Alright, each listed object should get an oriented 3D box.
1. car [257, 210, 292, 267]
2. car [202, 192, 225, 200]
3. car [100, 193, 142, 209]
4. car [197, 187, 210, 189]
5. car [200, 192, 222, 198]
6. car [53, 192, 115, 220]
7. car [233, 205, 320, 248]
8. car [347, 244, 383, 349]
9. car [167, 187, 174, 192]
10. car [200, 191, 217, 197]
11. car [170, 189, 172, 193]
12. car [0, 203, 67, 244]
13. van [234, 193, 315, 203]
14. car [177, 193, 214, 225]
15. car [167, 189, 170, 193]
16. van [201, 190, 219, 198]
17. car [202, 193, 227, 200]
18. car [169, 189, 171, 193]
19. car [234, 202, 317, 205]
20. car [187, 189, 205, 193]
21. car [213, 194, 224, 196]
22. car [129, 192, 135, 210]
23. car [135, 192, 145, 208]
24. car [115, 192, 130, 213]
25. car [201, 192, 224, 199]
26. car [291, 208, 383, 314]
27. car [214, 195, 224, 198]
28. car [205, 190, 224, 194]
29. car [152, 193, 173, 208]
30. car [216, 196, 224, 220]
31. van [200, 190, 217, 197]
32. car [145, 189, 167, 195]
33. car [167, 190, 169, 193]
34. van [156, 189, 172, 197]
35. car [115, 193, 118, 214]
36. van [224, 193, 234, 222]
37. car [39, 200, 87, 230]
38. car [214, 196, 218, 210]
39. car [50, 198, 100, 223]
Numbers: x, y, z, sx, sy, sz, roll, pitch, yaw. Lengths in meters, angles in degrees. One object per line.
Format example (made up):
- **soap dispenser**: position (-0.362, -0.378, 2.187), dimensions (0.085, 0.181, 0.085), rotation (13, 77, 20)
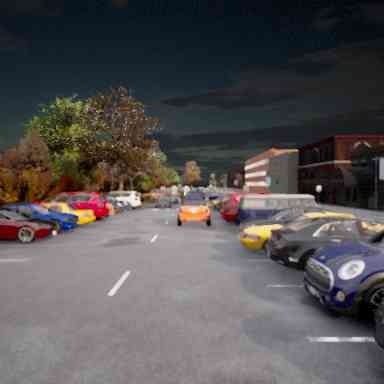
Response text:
- **car**: position (4.543, 1.420, 9.224), dimensions (4.892, 1.521, 2.231), rotation (0, 0, 0)
- **car**: position (4.431, 0.825, 68.682), dimensions (4.674, 1.452, 2.002), rotation (0, 1, 0)
- **car**: position (-8.469, 1.074, 39.856), dimensions (4.553, 1.767, 2.185), rotation (0, 0, 0)
- **car**: position (4.503, 0.430, 79.982), dimensions (5.566, 2.045, 2.435), rotation (0, 1, 0)
- **car**: position (4.459, 0.707, 77.158), dimensions (5.008, 1.535, 2.097), rotation (0, 1, 0)
- **car**: position (-8.545, 1.070, 23.021), dimensions (5.566, 2.045, 2.435), rotation (0, 0, 0)
- **car**: position (4.367, 1.397, 12.007), dimensions (5.366, 1.575, 1.946), rotation (0, 0, 0)
- **car**: position (4.541, 1.496, 3.657), dimensions (4.674, 1.452, 2.002), rotation (0, 0, 0)
- **car**: position (-8.053, 0.380, 85.507), dimensions (5.566, 2.045, 2.435), rotation (0, 1, 0)
- **car**: position (4.530, 0.519, 94.133), dimensions (4.674, 1.452, 2.002), rotation (0, 2, 0)
- **car**: position (-8.062, 0.686, 82.686), dimensions (4.792, 1.488, 2.163), rotation (0, 1, 0)
- **car**: position (-8.495, 1.410, 14.792), dimensions (4.792, 1.488, 2.163), rotation (0, 0, 0)
- **van**: position (4.674, 1.135, 17.572), dimensions (4.442, 1.987, 1.878), rotation (0, 0, 0)
- **car**: position (0.125, 1.196, 22.581), dimensions (2.097, 1.767, 4.553), rotation (0, 0, 0)
- **car**: position (-8.120, 0.708, 77.164), dimensions (4.892, 1.521, 2.231), rotation (0, 1, 0)
- **van**: position (4.369, 0.430, 82.808), dimensions (4.442, 1.987, 1.878), rotation (0, 1, 0)
- **car**: position (4.421, 0.851, 65.857), dimensions (4.674, 1.452, 2.002), rotation (0, 1, 0)
- **car**: position (-8.073, 0.712, 79.862), dimensions (4.792, 1.488, 2.163), rotation (0, 1, 0)
- **car**: position (4.561, 1.381, 14.790), dimensions (4.892, 1.521, 2.231), rotation (0, 0, 0)
- **car**: position (0.217, 0.944, 39.817), dimensions (2.150, 2.045, 5.566), rotation (0, 1, 2)
- **car**: position (4.545, 1.270, 34.273), dimensions (4.792, 1.488, 2.163), rotation (0, 0, 0)
- **car**: position (-8.537, 1.115, 34.161), dimensions (4.553, 1.767, 2.185), rotation (0, 0, 0)
- **car**: position (-8.531, 0.969, 37.070), dimensions (5.566, 2.045, 2.435), rotation (0, 0, 0)
- **car**: position (-8.540, 1.136, 31.376), dimensions (4.553, 1.767, 2.185), rotation (0, 0, 0)
- **car**: position (4.459, 0.733, 74.334), dimensions (5.008, 1.535, 2.097), rotation (0, 1, 0)
- **car**: position (4.578, 1.313, 6.439), dimensions (4.553, 1.767, 2.185), rotation (0, 0, 0)
- **car**: position (4.569, 1.300, 31.490), dimensions (4.674, 1.452, 2.002), rotation (0, 0, 0)
- **car**: position (4.384, 0.866, 63.030), dimensions (4.792, 1.488, 2.163), rotation (0, 1, 0)
- **car**: position (-3.452, 1.265, 41.211), dimensions (1.837, 1.490, 4.892), rotation (0, 0, 0)
- **car**: position (4.573, 1.301, 25.923), dimensions (4.892, 1.521, 2.231), rotation (0, 0, 0)
- **van**: position (4.389, 0.376, 88.338), dimensions (4.442, 1.987, 1.878), rotation (0, 1, 0)
- **car**: position (-8.115, 0.659, 68.691), dimensions (4.553, 1.767, 2.185), rotation (0, 1, 0)
- **car**: position (-8.131, 0.760, 71.392), dimensions (5.008, 1.535, 2.097), rotation (0, 1, 0)
- **van**: position (-7.927, 0.254, 94.117), dimensions (4.442, 1.987, 1.878), rotation (0, 2, 0)
- **car**: position (-8.482, 1.175, 25.931), dimensions (4.553, 1.767, 2.185), rotation (0, 0, 0)
- **van**: position (4.679, 1.096, 23.014), dimensions (4.442, 1.987, 1.878), rotation (0, 0, 0)
- **car**: position (-8.528, 1.361, 17.578), dimensions (5.008, 1.535, 2.097), rotation (0, 0, 0)
- **car**: position (4.598, 1.310, 28.707), dimensions (4.792, 1.488, 2.163), rotation (0, 0, 0)
- **car**: position (-8.705, 1.339, 20.238), dimensions (5.366, 1.575, 1.946), rotation (0, 0, 0)
